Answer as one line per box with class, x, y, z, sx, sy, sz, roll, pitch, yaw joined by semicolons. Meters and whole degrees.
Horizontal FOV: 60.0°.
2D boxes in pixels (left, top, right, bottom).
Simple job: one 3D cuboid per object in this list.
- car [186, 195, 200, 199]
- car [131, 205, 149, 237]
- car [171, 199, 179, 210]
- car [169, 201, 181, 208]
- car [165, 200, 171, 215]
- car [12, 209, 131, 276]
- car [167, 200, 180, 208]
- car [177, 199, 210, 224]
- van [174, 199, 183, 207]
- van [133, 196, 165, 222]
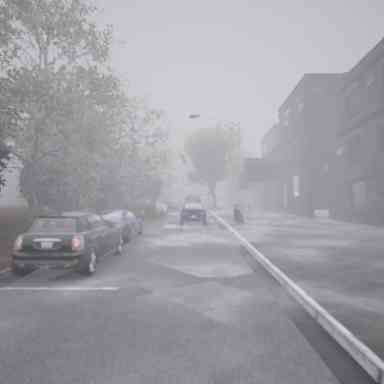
car;0.109;1.435;42.670;2.150;2.045;5.566;0;-2;0
car;-3.649;1.572;16.286;2.002;1.452;4.674;0;0;2
car;-3.625;1.934;49.703;2.163;1.488;4.792;1;-2;2
car;-3.633;2.608;71.970;2.163;1.488;4.792;0;-1;2
car;-3.648;1.459;32.970;2.185;1.767;4.553;0;0;2
car;-3.652;1.388;10.687;2.185;1.767;4.553;0;0;2
car;-3.631;2.409;66.367;2.097;1.535;5.008;0;-1;2
car;0.105;1.558;25.446;1.882;1.535;5.008;0;0;0
van;-3.609;2.832;88.775;1.878;1.987;4.442;1;-1;2
van;-3.644;1.342;27.547;1.878;1.987;4.442;0;0;2
